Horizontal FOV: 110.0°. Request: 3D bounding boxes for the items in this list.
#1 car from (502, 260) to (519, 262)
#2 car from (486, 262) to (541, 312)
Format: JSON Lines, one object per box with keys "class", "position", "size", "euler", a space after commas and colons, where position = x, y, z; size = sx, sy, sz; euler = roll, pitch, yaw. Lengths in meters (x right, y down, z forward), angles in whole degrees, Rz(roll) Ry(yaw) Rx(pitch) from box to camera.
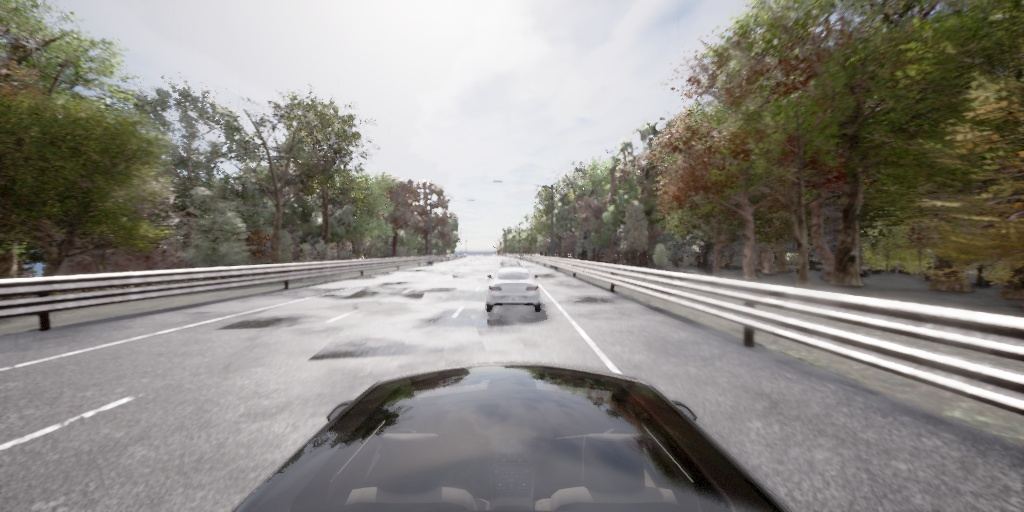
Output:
{"class": "car", "position": [-0.159, 0.974, 30.522], "size": [1.895, 1.301, 4.718], "euler": [0, 1, -1]}
{"class": "car", "position": [0.045, 1.117, 13.311], "size": [1.812, 1.442, 4.674], "euler": [0, 1, 0]}
